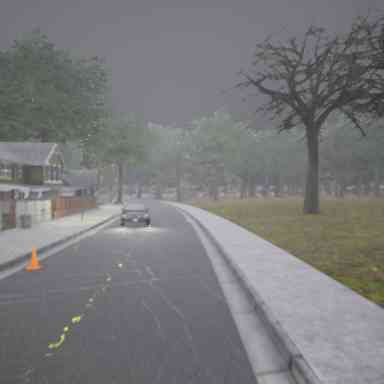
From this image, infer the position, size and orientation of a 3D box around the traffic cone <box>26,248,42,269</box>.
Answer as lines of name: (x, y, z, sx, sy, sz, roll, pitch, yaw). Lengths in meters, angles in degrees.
traffic cone: (-4.599, 1.920, 9.706, 0.340, 0.580, 0.340, 0, 0, -2)

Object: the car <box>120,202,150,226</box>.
car: (-3.917, 1.455, 22.767, 1.812, 1.442, 4.674, 0, 0, -11)
